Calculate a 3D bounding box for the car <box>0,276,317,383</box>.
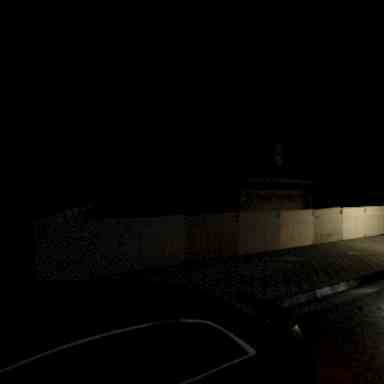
[{"bbox_3d":[-1.170,1.506,2.227,4.892,1.490,1.837,0,0,-35],"label":"car"}]
